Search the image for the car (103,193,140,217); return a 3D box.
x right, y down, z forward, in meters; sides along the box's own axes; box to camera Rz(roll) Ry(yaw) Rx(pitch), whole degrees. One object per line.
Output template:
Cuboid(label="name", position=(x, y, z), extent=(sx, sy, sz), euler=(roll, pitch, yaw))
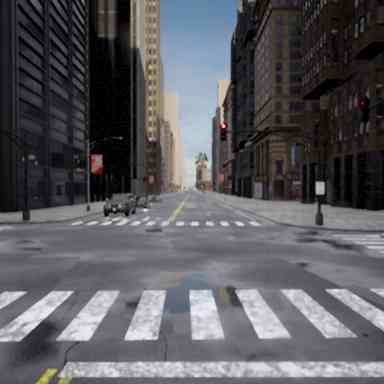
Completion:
Cuboid(label="car", position=(-6.632, 1.140, 31.159), extent=(2.150, 2.045, 5.566), euler=(0, 0, 0))

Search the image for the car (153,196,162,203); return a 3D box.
Cuboid(label="car", position=(-6.609, 1.379, 61.299), extent=(1.994, 1.385, 4.181), euler=(0, 0, 0))

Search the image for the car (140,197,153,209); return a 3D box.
Cuboid(label="car", position=(-6.635, 1.380, 43.412), extent=(1.837, 1.490, 4.892), euler=(0, 1, 0))
